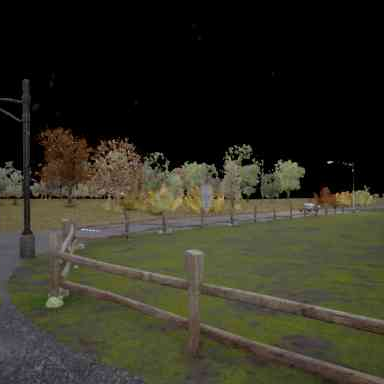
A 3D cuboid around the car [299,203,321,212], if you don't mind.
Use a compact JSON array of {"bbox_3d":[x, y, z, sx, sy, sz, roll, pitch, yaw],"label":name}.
[{"bbox_3d":[18.819,2.449,53.000,2.033,1.411,5.357,-1,-2,40],"label":"car"}]
